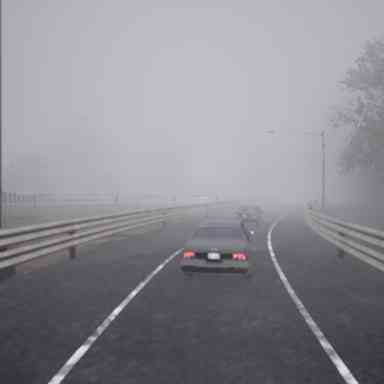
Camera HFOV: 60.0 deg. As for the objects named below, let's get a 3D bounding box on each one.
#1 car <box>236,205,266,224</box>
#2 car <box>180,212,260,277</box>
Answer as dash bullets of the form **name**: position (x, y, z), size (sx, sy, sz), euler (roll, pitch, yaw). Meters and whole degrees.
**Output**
- **car**: position (4.308, 1.661, 24.623), size (2.033, 1.411, 5.357), euler (0, 0, 19)
- **car**: position (0.931, 1.572, 10.335), size (2.033, 1.411, 5.357), euler (0, 0, 10)
